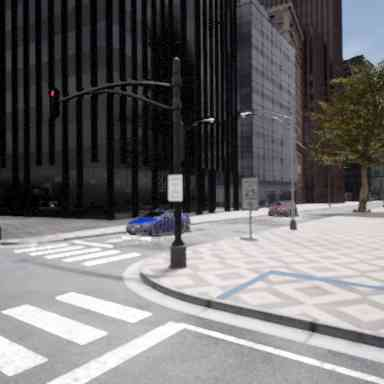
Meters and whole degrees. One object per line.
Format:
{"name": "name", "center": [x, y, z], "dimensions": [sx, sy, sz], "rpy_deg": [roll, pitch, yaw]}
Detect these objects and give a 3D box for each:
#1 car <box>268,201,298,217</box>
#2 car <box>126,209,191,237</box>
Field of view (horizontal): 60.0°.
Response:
{"name": "car", "center": [10.007, 1.804, 36.495], "dimensions": [2.097, 1.767, 4.553], "rpy_deg": [-1, -1, 36]}
{"name": "car", "center": [-1.860, 1.788, 19.982], "dimensions": [1.812, 1.442, 4.674], "rpy_deg": [-1, -1, 36]}
